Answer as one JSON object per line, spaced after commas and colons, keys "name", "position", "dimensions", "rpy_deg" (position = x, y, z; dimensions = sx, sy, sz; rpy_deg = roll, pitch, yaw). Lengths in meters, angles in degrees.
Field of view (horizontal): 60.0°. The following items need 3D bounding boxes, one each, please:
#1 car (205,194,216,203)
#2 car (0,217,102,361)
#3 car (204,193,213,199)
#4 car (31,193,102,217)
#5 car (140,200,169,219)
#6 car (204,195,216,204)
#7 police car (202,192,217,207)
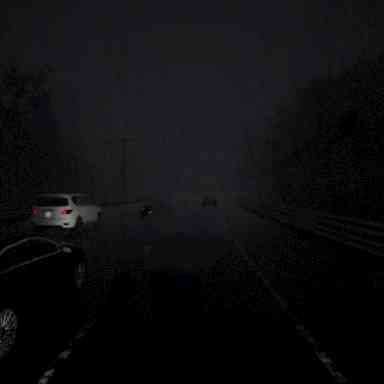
{"name": "car", "position": [3.367, 1.124, 59.694], "dimensions": [1.837, 1.490, 4.892], "rpy_deg": [0, 0, 4]}
{"name": "car", "position": [-3.357, 1.448, 5.780], "dimensions": [2.128, 1.511, 4.902], "rpy_deg": [0, 0, 0]}
{"name": "car", "position": [3.902, 0.886, 77.989], "dimensions": [1.994, 1.385, 4.181], "rpy_deg": [0, 0, 6]}
{"name": "car", "position": [-6.668, 1.091, 18.260], "dimensions": [2.150, 2.045, 5.566], "rpy_deg": [0, 0, 1]}
{"name": "car", "position": [-2.921, 1.342, 26.538], "dimensions": [1.812, 1.442, 4.674], "rpy_deg": [0, 0, 2]}
{"name": "car", "position": [2.933, 1.178, 53.786], "dimensions": [1.812, 1.442, 4.674], "rpy_deg": [0, 0, 4]}
{"name": "police car", "position": [2.314, 1.134, 44.040], "dimensions": [1.930, 1.638, 5.238], "rpy_deg": [0, 0, 3]}
